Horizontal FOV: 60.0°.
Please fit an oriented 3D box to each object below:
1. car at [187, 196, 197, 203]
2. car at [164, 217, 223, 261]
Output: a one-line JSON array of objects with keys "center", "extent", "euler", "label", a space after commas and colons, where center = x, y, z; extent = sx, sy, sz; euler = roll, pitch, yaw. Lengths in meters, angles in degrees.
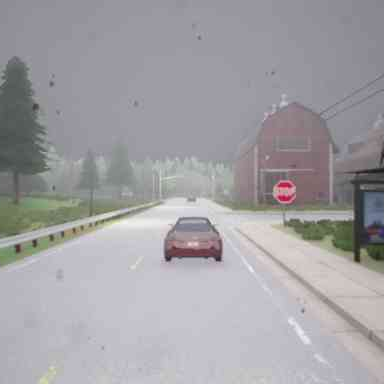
[{"center": [-0.079, 1.517, 69.374], "extent": [1.882, 1.535, 5.008], "euler": [0, 0, 0], "label": "car"}, {"center": [0.045, 1.602, 12.416], "extent": [1.994, 1.385, 4.181], "euler": [0, 0, 0], "label": "car"}]
